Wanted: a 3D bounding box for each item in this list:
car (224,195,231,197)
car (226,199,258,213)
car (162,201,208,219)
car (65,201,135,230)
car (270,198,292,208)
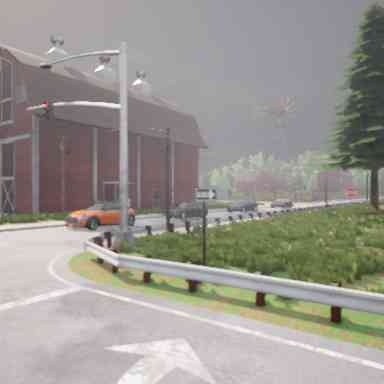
[{"bbox_3d":[9.901,1.659,91.185,1.784,1.438,3.905,0,0,36],"label":"car"},{"bbox_3d":[5.670,1.574,37.255,1.837,1.490,4.892,0,0,37],"label":"car"},{"bbox_3d":[-0.526,1.574,28.899,1.837,1.490,4.892,0,0,37],"label":"car"},{"bbox_3d":[-5.897,1.421,21.650,2.097,1.767,4.553,0,0,37],"label":"car"},{"bbox_3d":[12.533,1.595,46.446,1.812,1.442,4.674,0,0,37],"label":"car"}]
